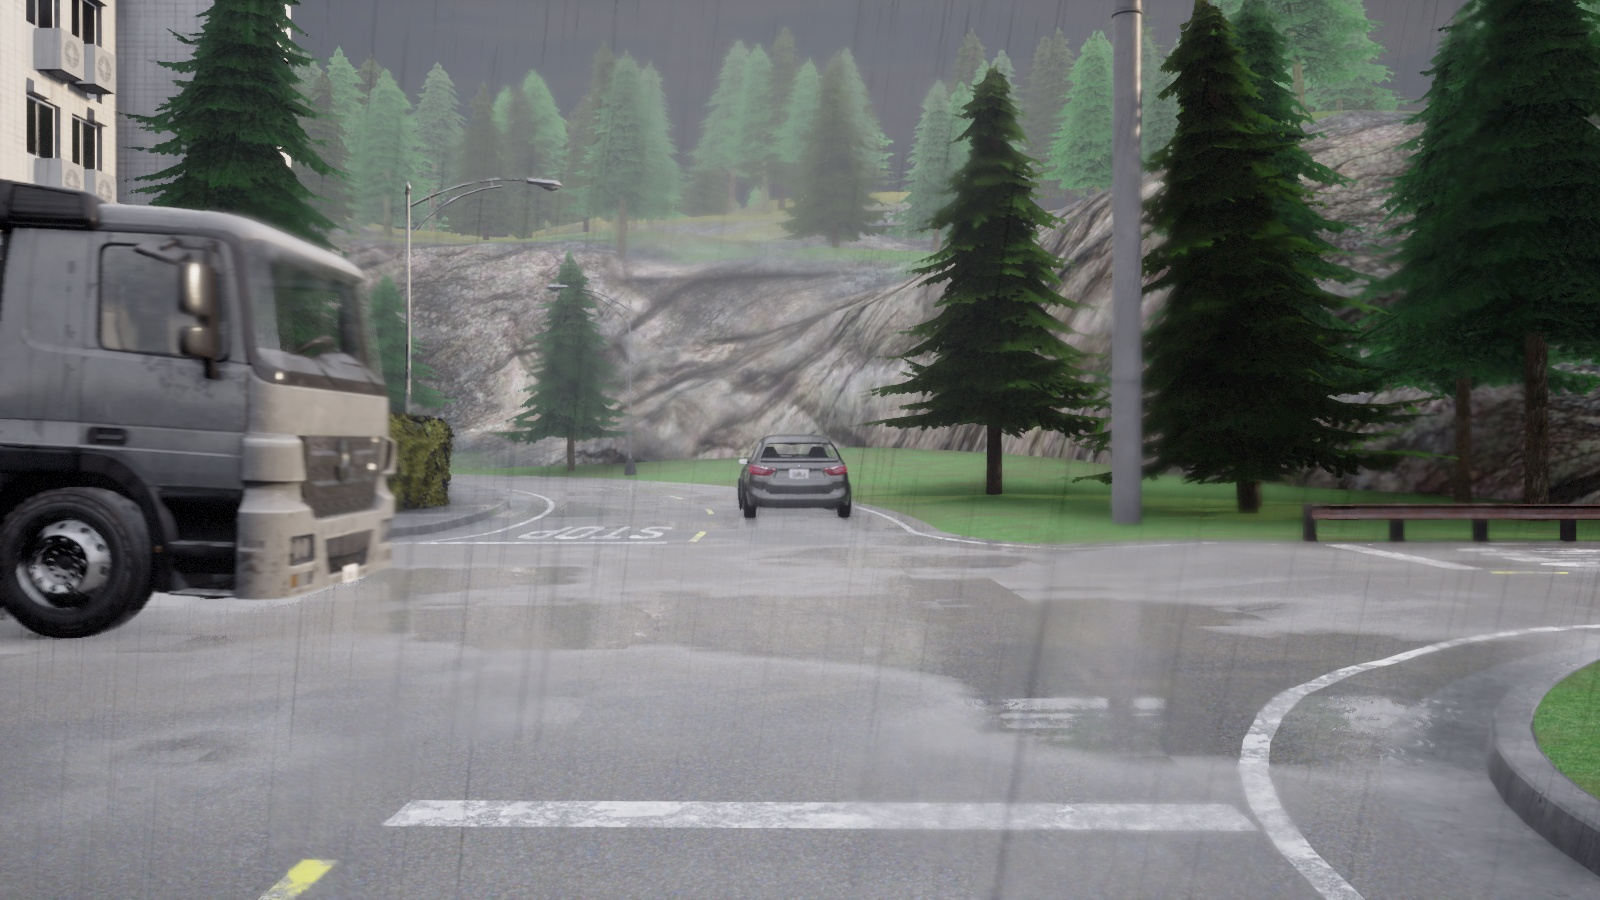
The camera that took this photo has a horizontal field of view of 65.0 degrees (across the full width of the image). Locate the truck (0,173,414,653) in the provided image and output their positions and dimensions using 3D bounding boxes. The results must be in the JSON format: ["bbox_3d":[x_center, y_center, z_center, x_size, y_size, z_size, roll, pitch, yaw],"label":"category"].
[{"bbox_3d":[-7.768,-0.400,10.712,7.936,3.462,2.891,3,0,-1],"label":"truck"}]

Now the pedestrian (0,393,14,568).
[{"bbox_3d":[-8.906,0.323,13.268,0.899,1.844,0.634,0,0,27],"label":"pedestrian"}]

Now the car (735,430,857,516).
[{"bbox_3d":[-0.191,0.439,26.771,2.242,1.667,4.611,0,0,-5],"label":"car"}]
